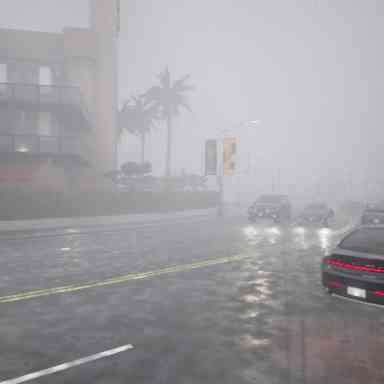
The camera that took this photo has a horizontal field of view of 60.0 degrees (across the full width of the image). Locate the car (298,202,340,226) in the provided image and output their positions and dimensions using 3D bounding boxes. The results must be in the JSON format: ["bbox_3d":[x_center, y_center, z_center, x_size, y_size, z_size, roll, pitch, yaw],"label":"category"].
[{"bbox_3d":[8.716,1.495,23.035,1.837,1.490,4.892,1,0,31],"label":"car"}]

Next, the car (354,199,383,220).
[{"bbox_3d":[12.162,1.483,21.719,2.128,1.511,4.902,0,0,31],"label":"car"}]

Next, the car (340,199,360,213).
[{"bbox_3d":[17.484,1.489,36.456,1.837,1.490,4.892,0,0,10],"label":"car"}]

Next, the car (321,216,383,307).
[{"bbox_3d":[4.691,1.503,7.474,4.892,1.490,1.837,0,0,-42],"label":"car"}]

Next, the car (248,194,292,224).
[{"bbox_3d":[6.059,1.209,25.255,2.150,2.045,5.566,0,0,29],"label":"car"}]
